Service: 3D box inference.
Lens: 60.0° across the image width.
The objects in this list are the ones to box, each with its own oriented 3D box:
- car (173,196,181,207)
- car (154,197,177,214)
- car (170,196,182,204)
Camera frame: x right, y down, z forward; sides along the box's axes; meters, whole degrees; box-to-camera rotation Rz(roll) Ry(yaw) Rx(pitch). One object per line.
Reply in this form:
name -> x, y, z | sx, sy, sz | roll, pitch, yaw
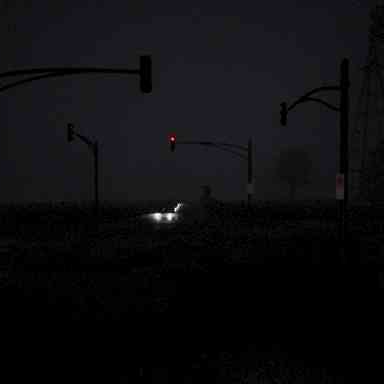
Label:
car -> -3.103, 1.539, 50.221 | 1.812, 1.442, 4.674 | 0, 0, 0
car -> -2.938, 1.571, 35.589 | 1.994, 1.385, 4.181 | 0, 0, -2
car -> -3.157, 1.514, 66.027 | 2.128, 1.511, 4.902 | 0, 0, 0
